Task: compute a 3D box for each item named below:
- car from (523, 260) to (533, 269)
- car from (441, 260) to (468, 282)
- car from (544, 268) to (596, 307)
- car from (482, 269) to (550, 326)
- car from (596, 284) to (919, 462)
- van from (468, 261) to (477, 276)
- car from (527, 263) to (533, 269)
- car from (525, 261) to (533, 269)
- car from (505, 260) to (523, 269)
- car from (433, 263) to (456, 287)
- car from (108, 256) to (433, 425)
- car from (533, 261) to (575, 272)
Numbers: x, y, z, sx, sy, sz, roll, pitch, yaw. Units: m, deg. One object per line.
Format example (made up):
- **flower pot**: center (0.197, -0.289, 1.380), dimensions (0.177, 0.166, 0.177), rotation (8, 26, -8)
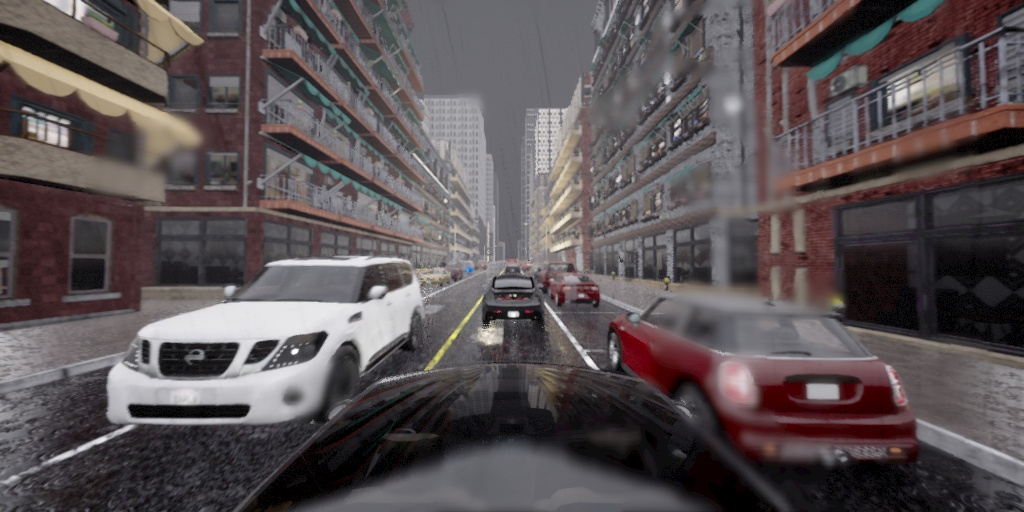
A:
- **car**: center (2.686, 1.758, 54.915), dimensions (1.888, 1.381, 4.507), rotation (0, 0, 0)
- **car**: center (-5.693, 1.335, 32.701), dimensions (2.192, 1.841, 5.009), rotation (0, 0, 0)
- **car**: center (2.690, 1.423, 16.134), dimensions (1.888, 1.381, 4.507), rotation (0, 0, 0)
- **car**: center (0.027, 1.348, 12.141), dimensions (1.837, 1.490, 4.892), rotation (0, 0, 0)
- **car**: center (2.691, 1.220, 5.053), dimensions (1.967, 1.591, 4.097), rotation (0, 0, 0)
- **van**: center (-5.694, 1.458, 43.781), dimensions (1.690, 1.789, 3.998), rotation (0, 0, 0)
- **car**: center (2.688, 1.573, 32.754), dimensions (2.007, 1.370, 4.403), rotation (0, 0, 0)
- **car**: center (2.688, 1.596, 38.464), dimensions (1.751, 1.417, 4.829), rotation (0, 0, 0)
- **car**: center (0.096, 1.607, 45.192), dimensions (1.882, 1.535, 5.008), rotation (0, 0, 0)
- **car**: center (-5.693, 1.498, 26.991), dimensions (1.751, 1.417, 4.829), rotation (0, 0, 0)
- **car**: center (-3.101, 1.011, 6.170), dimensions (2.150, 2.045, 5.566), rotation (0, 0, 0)
- **car**: center (2.689, 1.241, 21.674), dimensions (2.192, 1.841, 5.009), rotation (0, 0, 0)
